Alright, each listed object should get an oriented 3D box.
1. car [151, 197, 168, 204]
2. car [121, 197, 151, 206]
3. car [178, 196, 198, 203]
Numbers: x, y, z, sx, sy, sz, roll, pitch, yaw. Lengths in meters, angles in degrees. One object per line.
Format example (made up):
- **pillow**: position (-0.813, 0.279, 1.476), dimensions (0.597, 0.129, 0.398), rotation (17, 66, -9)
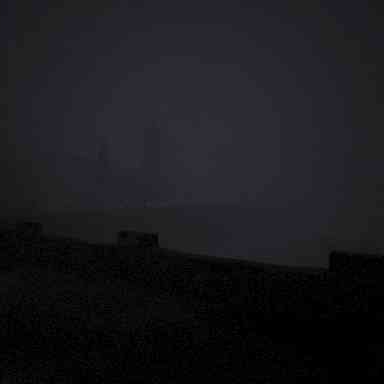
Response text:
- **car**: position (-6.915, 1.601, 65.071), dimensions (2.033, 1.411, 5.357), rotation (0, 0, 35)
- **car**: position (-9.460, 1.515, 54.606), dimensions (1.837, 1.490, 4.892), rotation (0, 0, 35)
- **car**: position (-0.756, 1.494, 66.822), dimensions (2.128, 1.511, 4.902), rotation (0, 0, 35)
